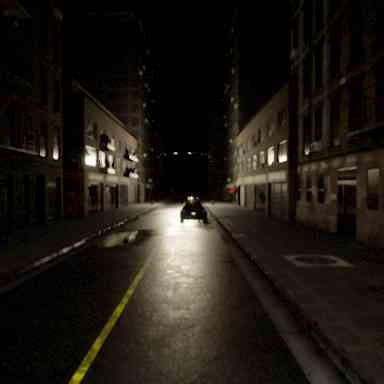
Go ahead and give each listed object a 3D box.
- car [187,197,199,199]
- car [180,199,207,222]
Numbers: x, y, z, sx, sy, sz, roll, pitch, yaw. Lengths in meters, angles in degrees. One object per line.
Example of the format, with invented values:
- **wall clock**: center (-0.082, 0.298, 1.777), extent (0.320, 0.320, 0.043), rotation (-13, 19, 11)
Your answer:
- **car**: center (0.115, 1.321, 41.974), extent (2.128, 1.511, 4.902), rotation (0, 0, 0)
- **car**: center (0.110, 1.457, 25.052), extent (1.994, 1.385, 4.181), rotation (0, 0, 0)
